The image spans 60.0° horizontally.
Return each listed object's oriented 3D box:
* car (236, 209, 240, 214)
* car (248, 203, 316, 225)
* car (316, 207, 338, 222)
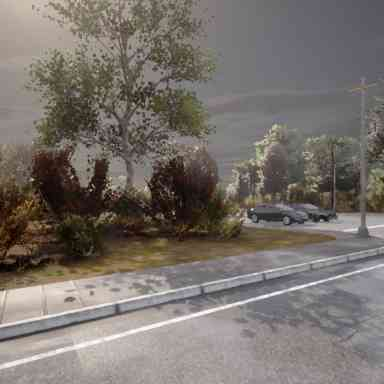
[{"bbox_3d":[2.361,1.468,34.888,2.150,2.045,5.566,0,-1,-43],"label":"car"},{"bbox_3d":[6.328,1.596,24.820,1.837,1.490,4.892,0,-1,-39],"label":"car"},{"bbox_3d":[8.988,1.640,27.145,2.033,1.411,5.357,0,-1,-39],"label":"car"}]
